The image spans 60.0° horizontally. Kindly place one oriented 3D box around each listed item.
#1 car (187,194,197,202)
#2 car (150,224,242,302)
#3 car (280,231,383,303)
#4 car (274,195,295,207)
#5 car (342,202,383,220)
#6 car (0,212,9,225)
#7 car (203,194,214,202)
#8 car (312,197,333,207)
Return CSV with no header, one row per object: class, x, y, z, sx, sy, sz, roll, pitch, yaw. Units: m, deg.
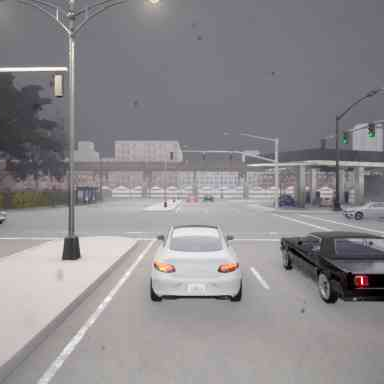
car,0.028,1.250,72.332,2.097,1.767,4.553,0,0,0
car,0.085,1.517,8.145,1.812,1.442,4.674,0,0,0
car,3.591,1.599,8.128,1.895,1.301,4.718,0,0,0
car,13.230,1.262,47.682,2.242,1.667,4.611,0,0,0
car,14.899,1.523,27.498,4.674,1.442,1.812,0,0,-1
car,-14.347,1.542,22.149,4.718,1.301,1.895,0,0,30
car,3.528,1.257,72.331,2.097,1.767,4.553,0,0,0
car,18.975,1.434,48.443,1.970,1.475,3.806,0,0,0
